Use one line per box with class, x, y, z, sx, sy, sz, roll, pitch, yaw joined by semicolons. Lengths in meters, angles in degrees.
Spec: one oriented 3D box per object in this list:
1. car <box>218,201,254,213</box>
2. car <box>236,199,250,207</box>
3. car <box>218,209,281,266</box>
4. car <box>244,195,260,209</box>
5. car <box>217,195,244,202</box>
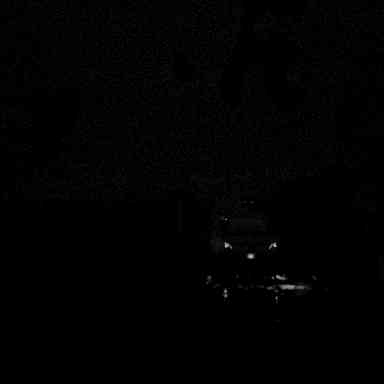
car;2.809;1.569;22.099;1.837;1.490;4.892;0;0;5
car;8.390;1.780;54.840;1.895;1.301;4.718;0;0;5
car;1.927;1.551;11.751;1.812;1.442;4.674;0;0;6
car;7.409;1.349;42.629;2.150;2.045;5.566;0;0;5
car;3.829;1.340;34.911;2.150;2.045;5.566;0;-1;4
